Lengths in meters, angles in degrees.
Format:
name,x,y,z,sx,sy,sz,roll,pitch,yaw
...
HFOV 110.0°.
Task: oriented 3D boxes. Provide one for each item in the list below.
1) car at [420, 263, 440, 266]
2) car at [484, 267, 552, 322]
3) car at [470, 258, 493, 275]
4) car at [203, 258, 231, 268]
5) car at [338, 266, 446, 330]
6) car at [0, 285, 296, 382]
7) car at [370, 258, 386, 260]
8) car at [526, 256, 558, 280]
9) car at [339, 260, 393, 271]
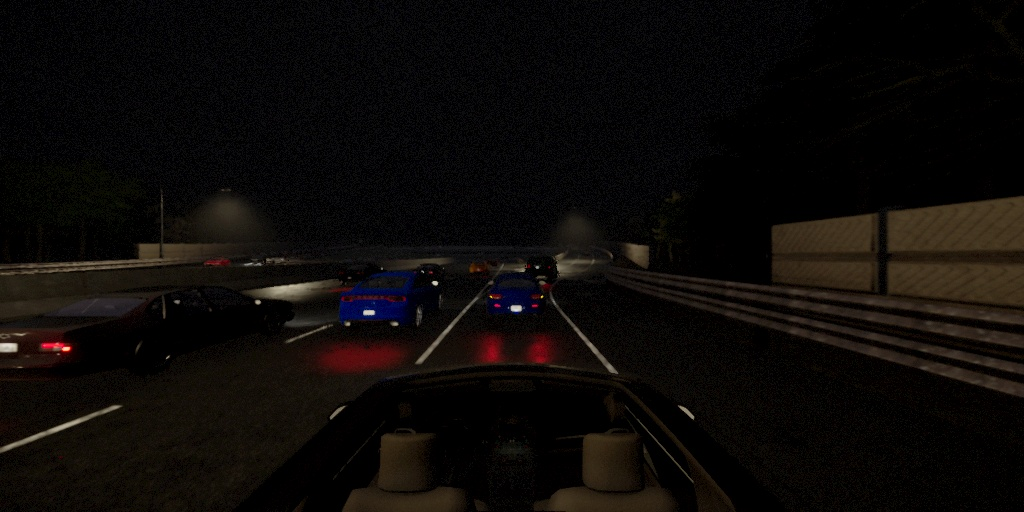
name,x,y,z,sx,sy,sz,roll,pitch,yaw
car,-6.870,1.316,30.059,2.033,1.411,5.357,0,0,0
car,0.170,1.282,12.200,1.812,1.442,4.674,0,0,1
car,-3.483,1.254,39.705,1.882,1.535,5.008,0,0,0
car,-40.709,0.953,49.643,1.812,1.442,4.674,0,1,-18
car,-3.489,1.234,11.234,1.882,1.535,5.008,0,0,0
car,-6.893,1.300,7.407,2.033,1.411,5.357,0,0,0
car,-21.098,1.253,53.724,1.882,1.535,5.008,0,0,0
car,2.661,1.018,31.189,2.150,2.045,5.566,1,0,14
car,-10.371,1.242,25.359,1.882,1.535,5.008,0,0,0
